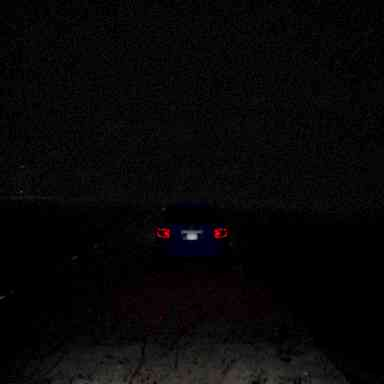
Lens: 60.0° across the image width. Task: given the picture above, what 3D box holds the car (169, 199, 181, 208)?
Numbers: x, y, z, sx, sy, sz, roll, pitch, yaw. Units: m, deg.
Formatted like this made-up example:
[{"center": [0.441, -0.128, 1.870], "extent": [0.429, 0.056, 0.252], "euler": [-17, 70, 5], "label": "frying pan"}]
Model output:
[{"center": [-2.829, 1.951, 57.467], "extent": [1.837, 1.490, 4.892], "euler": [0, 0, 0], "label": "car"}]

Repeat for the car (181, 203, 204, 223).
[{"center": [0.038, 1.723, 28.334], "extent": [1.812, 1.442, 4.674], "euler": [0, 0, 0], "label": "car"}]

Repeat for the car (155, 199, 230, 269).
[{"center": [0.026, 1.292, 11.547], "extent": [2.150, 2.045, 5.566], "euler": [0, 0, 1], "label": "car"}]
